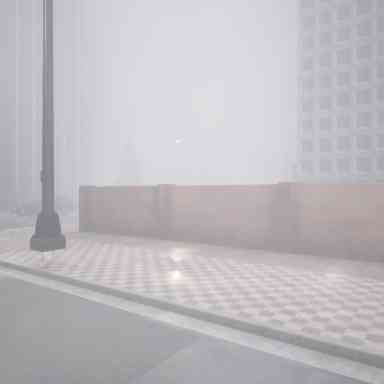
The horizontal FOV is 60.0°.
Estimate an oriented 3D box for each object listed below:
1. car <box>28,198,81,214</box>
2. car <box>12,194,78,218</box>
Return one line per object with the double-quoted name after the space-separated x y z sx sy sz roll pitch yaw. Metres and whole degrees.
-14.711 1.478 35.855 1.882 1.535 5.008 0 0 35 "car"
-13.752 1.221 31.135 2.150 2.045 5.566 0 0 35 "car"
